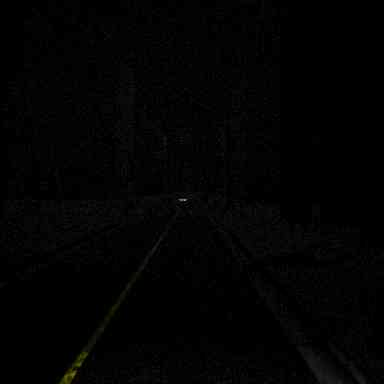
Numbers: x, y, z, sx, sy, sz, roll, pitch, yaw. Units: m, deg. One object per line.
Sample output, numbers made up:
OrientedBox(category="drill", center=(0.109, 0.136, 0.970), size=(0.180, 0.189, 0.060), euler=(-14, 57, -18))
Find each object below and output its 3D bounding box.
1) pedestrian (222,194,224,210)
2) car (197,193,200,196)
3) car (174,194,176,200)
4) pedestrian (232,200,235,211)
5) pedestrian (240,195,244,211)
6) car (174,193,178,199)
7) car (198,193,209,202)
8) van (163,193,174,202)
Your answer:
OrientedBox(category="pedestrian", center=(3.632, 1.154, 38.367), size=(0.375, 1.860, 0.375), euler=(0, 0, 0))
OrientedBox(category="car", center=(2.997, 1.525, 91.598), size=(1.802, 1.307, 4.206), euler=(0, 0, 0))
OrientedBox(category="car", center=(-5.602, 1.548, 80.355), size=(1.802, 1.307, 4.206), euler=(0, 0, 0))
OrientedBox(category="pedestrian", center=(4.633, 1.449, 37.166), size=(0.375, 1.300, 0.375), euler=(0, 0, 0))
OrientedBox(category="pedestrian", center=(5.633, 1.196, 37.767), size=(0.375, 1.860, 0.375), euler=(0, 0, 0))
OrientedBox(category="car", center=(-5.527, 1.383, 91.652), size=(1.967, 1.590, 4.097), euler=(0, 0, 0))
OrientedBox(category="car", center=(2.886, 1.541, 74.651), size=(1.947, 1.339, 4.313), euler=(0, 0, 0))
OrientedBox(category="van", center=(-5.638, 1.316, 74.705), size=(1.690, 1.788, 3.998), euler=(0, 0, 0))
